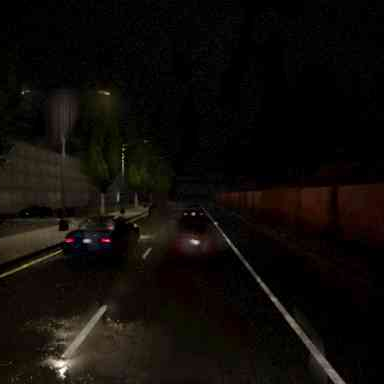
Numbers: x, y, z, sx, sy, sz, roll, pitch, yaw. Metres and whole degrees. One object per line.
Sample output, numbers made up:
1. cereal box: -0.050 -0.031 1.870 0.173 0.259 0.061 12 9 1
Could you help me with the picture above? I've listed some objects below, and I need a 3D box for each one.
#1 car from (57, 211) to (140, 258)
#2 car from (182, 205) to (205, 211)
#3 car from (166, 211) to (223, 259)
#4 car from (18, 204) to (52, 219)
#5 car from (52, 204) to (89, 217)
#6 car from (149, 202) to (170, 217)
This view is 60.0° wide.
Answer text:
1. car: -3.387 1.661 13.300 2.033 1.411 5.357 0 0 0
2. car: 0.130 1.787 28.272 2.033 1.411 5.357 0 0 0
3. car: 0.108 1.676 13.137 1.994 1.385 4.181 0 0 0
4. car: -15.054 1.838 32.358 1.994 1.385 4.181 0 0 0
5. car: -11.555 1.839 32.472 1.994 1.385 4.181 0 0 0
6. car: -3.357 1.773 34.806 1.882 1.535 5.008 0 0 0
